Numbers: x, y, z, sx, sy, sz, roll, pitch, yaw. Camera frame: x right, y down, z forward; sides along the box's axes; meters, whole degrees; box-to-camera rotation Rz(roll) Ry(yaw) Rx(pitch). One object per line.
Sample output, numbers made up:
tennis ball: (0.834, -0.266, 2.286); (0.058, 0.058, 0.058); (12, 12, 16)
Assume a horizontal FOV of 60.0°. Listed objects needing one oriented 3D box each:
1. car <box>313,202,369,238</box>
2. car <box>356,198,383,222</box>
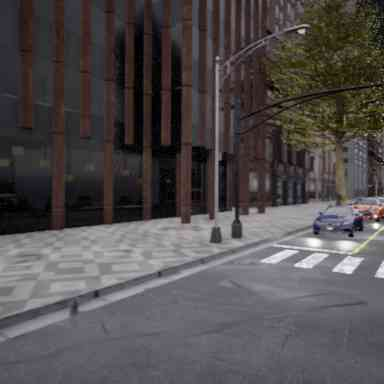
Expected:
car: (7.895, 1.452, 17.683); (1.812, 1.442, 4.674); (1, 0, 35)
car: (13.470, 1.257, 25.602); (2.097, 1.767, 4.553); (1, 0, 35)
